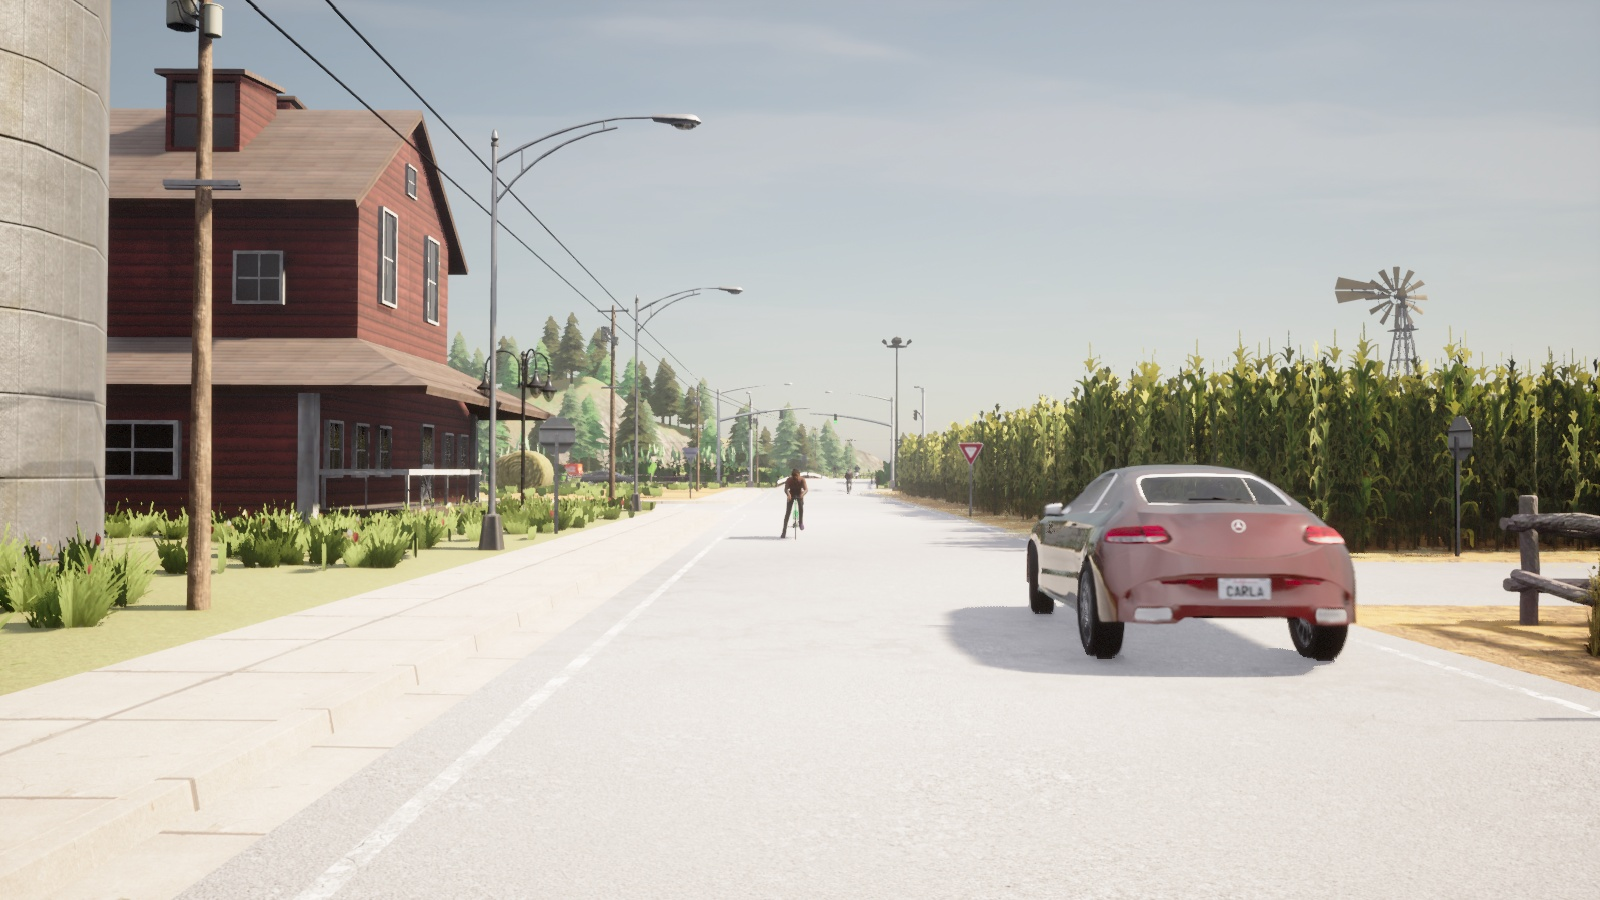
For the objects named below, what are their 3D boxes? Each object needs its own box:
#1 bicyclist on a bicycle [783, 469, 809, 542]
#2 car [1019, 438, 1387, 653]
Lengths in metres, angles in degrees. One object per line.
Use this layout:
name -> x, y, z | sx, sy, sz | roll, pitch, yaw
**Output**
bicyclist on a bicycle -> -0.091, 1.250, 28.822 | 0.582, 1.620, 1.656 | 0, -1, 0
car -> 3.550, 0.784, 12.231 | 2.152, 1.651, 5.027 | 0, -1, 3
